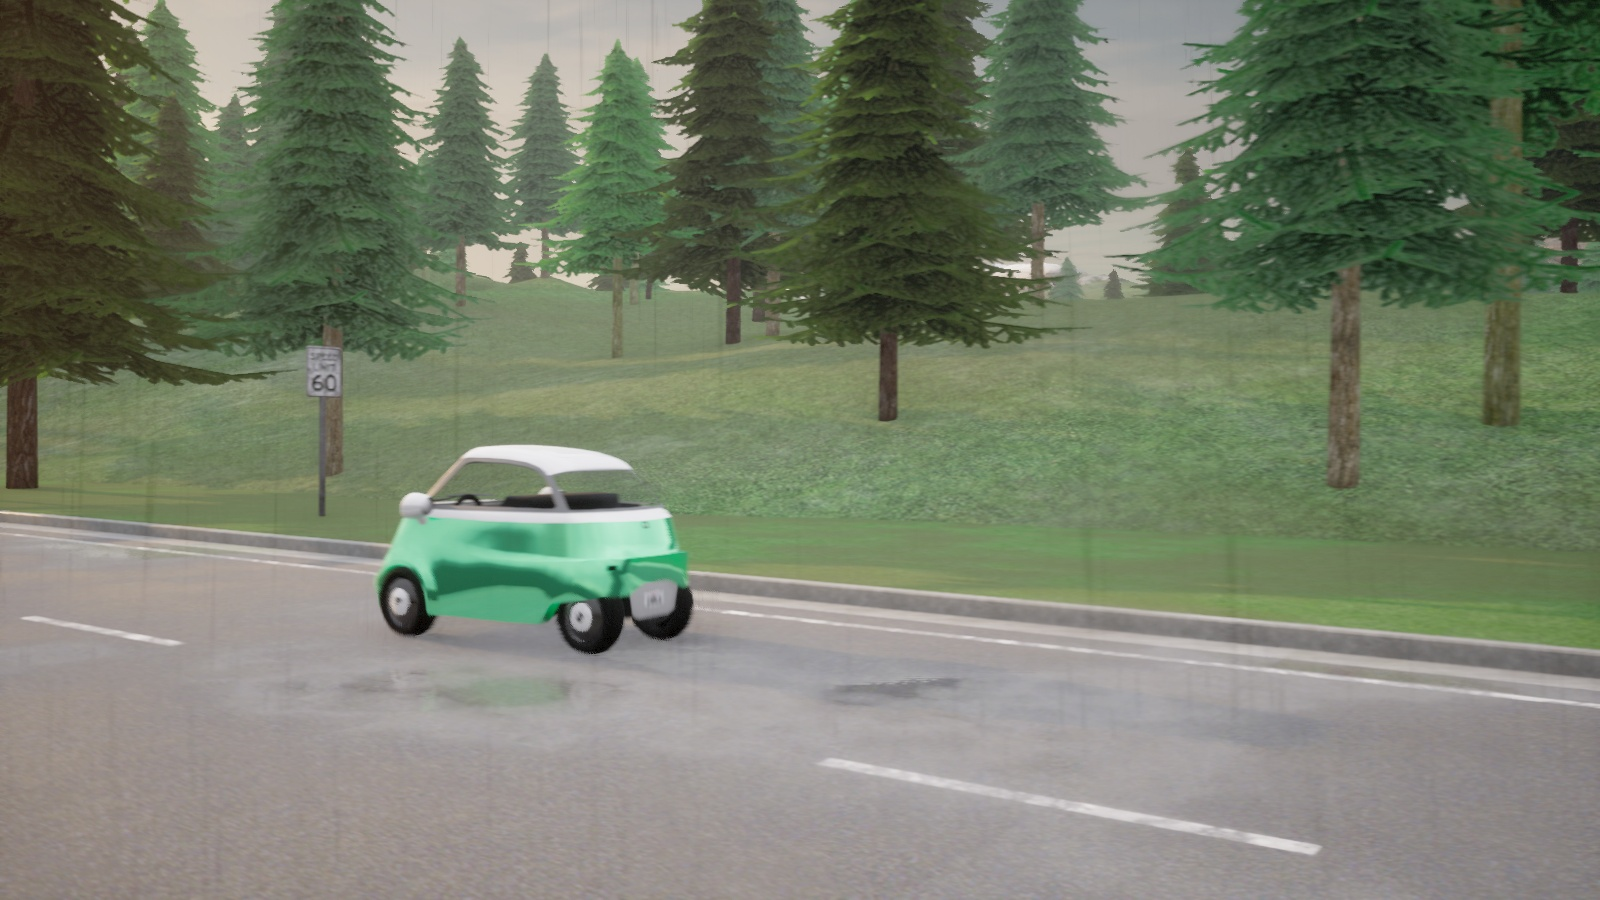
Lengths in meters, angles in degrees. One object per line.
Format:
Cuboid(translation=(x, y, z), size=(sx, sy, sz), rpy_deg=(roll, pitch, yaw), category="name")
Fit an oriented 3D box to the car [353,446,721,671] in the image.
Cuboid(translation=(-1.902, 0.679, 9.097), size=(2.207, 1.376, 1.481), rpy_deg=(1, 1, 34), category="car")
